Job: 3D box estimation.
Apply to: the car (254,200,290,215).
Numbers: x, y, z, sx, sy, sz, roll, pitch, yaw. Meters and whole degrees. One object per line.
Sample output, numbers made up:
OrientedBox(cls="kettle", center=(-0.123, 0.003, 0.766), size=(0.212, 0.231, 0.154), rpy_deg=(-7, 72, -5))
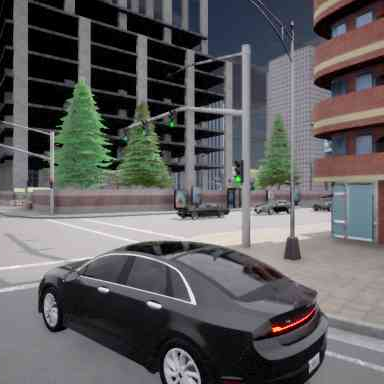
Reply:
OrientedBox(cls="car", center=(8.582, 1.547, 34.515), size=(4.902, 1.511, 2.128), rpy_deg=(0, 0, -36))

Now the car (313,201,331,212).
OrientedBox(cls="car", center=(16.675, 1.407, 40.274), size=(4.553, 1.767, 2.097), rpy_deg=(0, 0, -35))

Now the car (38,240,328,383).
OrientedBox(cls="car", center=(-0.562, 1.505, 5.030), size=(4.892, 1.490, 1.837), rpy_deg=(0, 0, 41))

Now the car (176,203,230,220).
OrientedBox(cls="car", center=(0.994, 1.656, 29.092), size=(4.718, 1.301, 1.895), rpy_deg=(0, 0, -36))
